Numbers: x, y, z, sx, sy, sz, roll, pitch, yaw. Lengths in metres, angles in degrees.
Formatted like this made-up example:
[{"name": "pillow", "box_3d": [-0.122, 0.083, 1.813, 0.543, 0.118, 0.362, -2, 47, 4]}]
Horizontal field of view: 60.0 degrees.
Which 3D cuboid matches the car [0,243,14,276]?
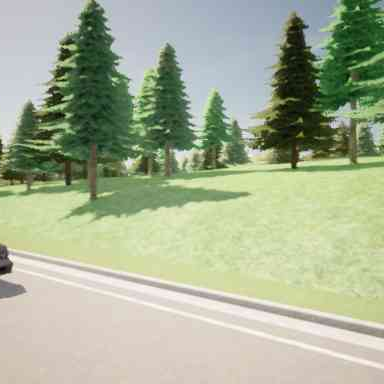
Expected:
[{"name": "car", "box_3d": [-6.794, 1.530, 8.772, 5.357, 1.411, 2.033, 0, 0, 36]}]
